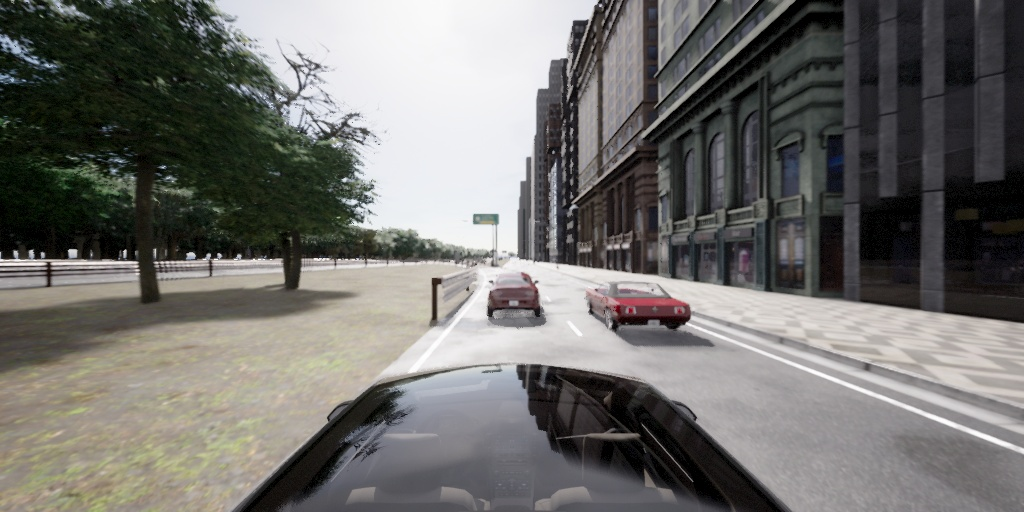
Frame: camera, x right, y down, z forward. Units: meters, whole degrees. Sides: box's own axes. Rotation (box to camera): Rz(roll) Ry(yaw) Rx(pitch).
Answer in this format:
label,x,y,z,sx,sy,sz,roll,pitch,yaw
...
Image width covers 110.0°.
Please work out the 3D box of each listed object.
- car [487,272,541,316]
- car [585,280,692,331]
label,x,y,z,sx,sy,sz,roll,pitch,yaw
car,0.074,1.332,13.582,1.812,1.442,4.674,0,0,0
car,3.564,1.395,11.177,1.895,1.301,4.718,0,0,0
